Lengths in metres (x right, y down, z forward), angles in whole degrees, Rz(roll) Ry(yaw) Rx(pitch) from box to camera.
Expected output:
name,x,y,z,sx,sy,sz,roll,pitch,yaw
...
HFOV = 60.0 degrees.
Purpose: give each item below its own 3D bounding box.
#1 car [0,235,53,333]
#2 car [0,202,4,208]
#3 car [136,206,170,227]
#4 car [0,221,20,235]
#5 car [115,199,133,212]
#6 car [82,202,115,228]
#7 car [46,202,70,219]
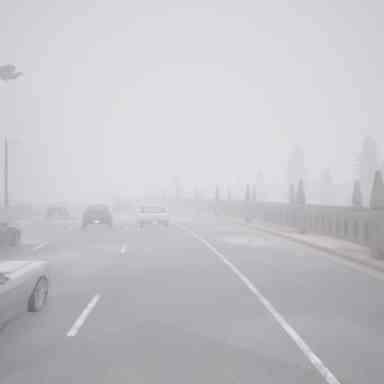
name,x,y,z,sx,sy,sz,roll,pitch,yaw
car,-3.674,1.615,4.701,1.895,1.301,4.718,0,0,-3
car,-25.254,1.775,42.534,1.994,1.385,4.181,0,0,-28
car,-2.802,1.622,22.963,1.895,1.301,4.718,0,0,-13
car,-7.929,1.566,12.113,1.812,1.442,4.674,0,0,-8
car,-8.369,1.572,39.961,1.837,1.490,4.892,0,0,-23
car,-6.311,1.547,22.471,1.837,1.490,4.892,0,0,-13
car,-12.072,1.615,30.027,1.812,1.442,4.674,0,0,-18
